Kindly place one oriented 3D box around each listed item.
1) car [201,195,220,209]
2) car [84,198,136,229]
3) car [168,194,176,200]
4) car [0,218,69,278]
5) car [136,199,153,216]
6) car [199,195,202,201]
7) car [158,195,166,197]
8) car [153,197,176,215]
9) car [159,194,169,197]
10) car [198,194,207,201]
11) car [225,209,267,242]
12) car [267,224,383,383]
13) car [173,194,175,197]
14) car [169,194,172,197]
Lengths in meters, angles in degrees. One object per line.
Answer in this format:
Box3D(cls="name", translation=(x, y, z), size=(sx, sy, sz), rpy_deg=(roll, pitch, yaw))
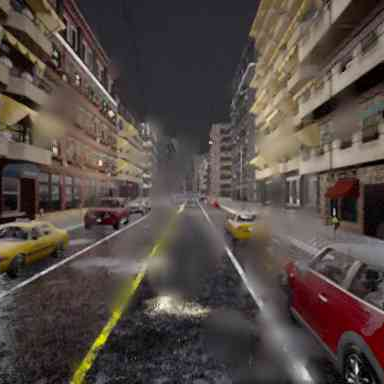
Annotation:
Box3D(cls="car", translation=(2.579, 1.399, 43.640), size=(1.967, 1.590, 4.097), rpy_deg=(1, 0, 0))
Box3D(cls="car", translation=(-5.301, 1.295, 21.423), size=(2.192, 1.841, 5.009), rpy_deg=(1, 0, 0))
Box3D(cls="car", translation=(-5.306, 1.349, 88.011), size=(1.967, 1.590, 4.097), rpy_deg=(1, 0, 0))
Box3D(cls="car", translation=(-5.305, 1.516, 10.155), size=(1.752, 1.417, 4.829), rpy_deg=(1, 0, 0))
Box3D(cls="car", translation=(-5.303, 1.520, 32.522), size=(2.008, 1.369, 4.403), rpy_deg=(1, 0, 0))
Box3D(cls="car", translation=(2.581, 1.504, 76.934), size=(1.802, 1.307, 4.206), rpy_deg=(1, 0, 0))
Box3D(cls="car", translation=(-5.302, 1.535, 49.168), size=(1.802, 1.307, 4.206), rpy_deg=(1, 0, 0))
Box3D(cls="car", translation=(-2.745, 1.515, 34.284), size=(2.033, 1.411, 5.357), rpy_deg=(0, 0, 0))
Box3D(cls="car", translation=(-5.301, 1.498, 54.718), size=(2.008, 1.369, 4.403), rpy_deg=(1, 0, 0))
Box3D(cls="car", translation=(2.583, 1.356, 82.484), size=(1.967, 1.590, 4.097), rpy_deg=(1, 0, 0))
Box3D(cls="car", translation=(2.576, 1.511, 16.064), size=(1.752, 1.417, 4.829), rpy_deg=(1, 0, 0))
Box3D(cls="car", translation=(2.576, 1.436, 4.796), size=(1.967, 1.590, 4.097), rpy_deg=(1, 0, 0))
Box3D(cls="car", translation=(-5.304, 1.498, 82.462), size=(1.802, 1.307, 4.206), rpy_deg=(1, 0, 0))
Box3D(cls="car", translation=(-5.298, 1.256, 60.266), size=(2.192, 1.841, 5.009), rpy_deg=(1, 0, 0))
